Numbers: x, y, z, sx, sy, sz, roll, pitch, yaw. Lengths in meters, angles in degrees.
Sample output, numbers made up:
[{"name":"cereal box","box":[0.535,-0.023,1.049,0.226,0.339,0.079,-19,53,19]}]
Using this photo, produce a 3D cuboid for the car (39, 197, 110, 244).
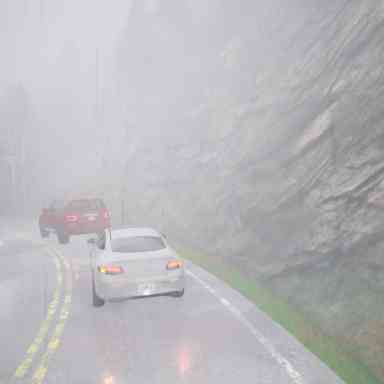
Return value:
[{"name":"car","box":[-6.014,1.295,16.709,2.150,2.045,5.566,-3,1,-37]}]

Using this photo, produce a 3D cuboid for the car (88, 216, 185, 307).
[{"name":"car","box":[-1.498,1.530,8.079,1.812,1.442,4.674,-1,0,-17]}]
